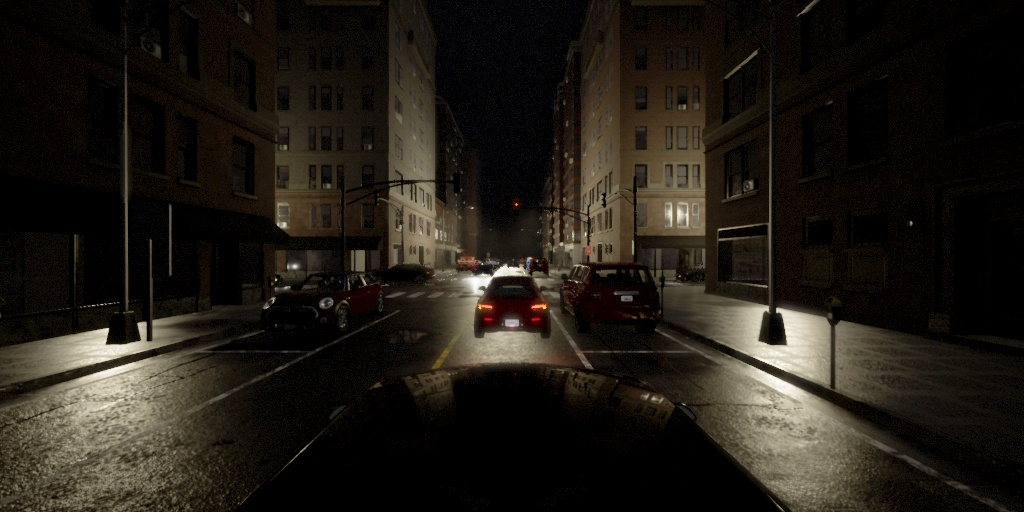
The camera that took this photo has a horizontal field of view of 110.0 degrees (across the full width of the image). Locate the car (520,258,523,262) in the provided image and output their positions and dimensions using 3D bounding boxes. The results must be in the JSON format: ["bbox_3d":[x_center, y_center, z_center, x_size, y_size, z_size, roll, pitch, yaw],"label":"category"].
[{"bbox_3d":[2.794,1.058,54.217,2.192,1.841,5.009,0,0,0],"label":"car"}]

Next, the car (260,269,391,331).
[{"bbox_3d":[-5.371,1.189,10.666,1.967,1.591,4.097,0,0,0],"label":"car"}]

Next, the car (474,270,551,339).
[{"bbox_3d":[0.023,1.275,10.006,1.812,1.442,4.674,0,0,1],"label":"car"}]

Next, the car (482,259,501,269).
[{"bbox_3d":[-2.753,1.345,46.629,1.895,1.301,4.718,0,0,0],"label":"car"}]

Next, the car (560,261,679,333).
[{"bbox_3d":[2.654,1.064,10.650,2.192,1.841,5.009,0,0,0],"label":"car"}]

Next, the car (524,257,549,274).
[{"bbox_3d":[2.773,1.060,37.706,2.192,1.841,5.009,0,0,0],"label":"car"}]

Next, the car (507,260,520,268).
[{"bbox_3d":[0.221,1.306,61.891,1.994,1.385,4.181,0,0,0],"label":"car"}]

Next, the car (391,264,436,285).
[{"bbox_3d":[-7.855,1.290,25.814,4.674,1.442,1.812,0,0,0],"label":"car"}]

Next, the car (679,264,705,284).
[{"bbox_3d":[14.048,1.270,25.715,4.181,1.385,1.994,0,0,0],"label":"car"}]

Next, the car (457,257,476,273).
[{"bbox_3d":[-5.335,1.060,43.225,2.192,1.841,5.009,0,0,0],"label":"car"}]

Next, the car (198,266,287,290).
[{"bbox_3d":[-17.073,1.360,22.907,4.181,1.385,1.994,0,0,0],"label":"car"}]

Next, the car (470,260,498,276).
[{"bbox_3d":[-2.777,1.347,36.624,1.895,1.301,4.718,0,0,0],"label":"car"}]

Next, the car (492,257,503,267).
[{"bbox_3d":[-2.727,1.290,56.392,2.033,1.411,5.357,0,0,1],"label":"car"}]
